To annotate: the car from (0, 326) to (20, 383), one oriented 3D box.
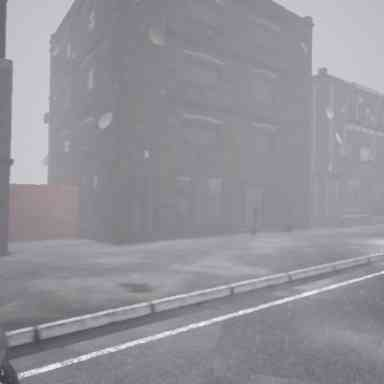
[{"bbox_3d":[-3.395,1.503,1.261,4.892,1.490,1.837,0,0,-36],"label":"car"}]
